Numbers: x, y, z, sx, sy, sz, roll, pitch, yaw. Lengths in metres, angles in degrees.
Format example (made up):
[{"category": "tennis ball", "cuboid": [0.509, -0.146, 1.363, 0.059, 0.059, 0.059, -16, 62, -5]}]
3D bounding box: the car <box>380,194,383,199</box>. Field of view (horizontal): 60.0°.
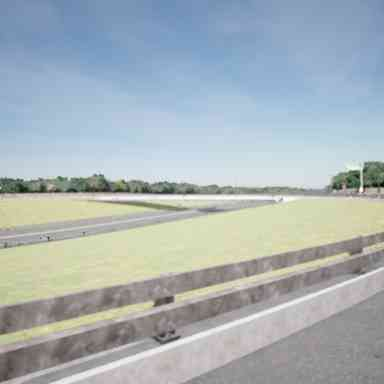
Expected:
[{"category": "car", "cuboid": [42.254, 1.059, 71.954, 1.837, 1.490, 4.892, -1, 0, 5]}]
